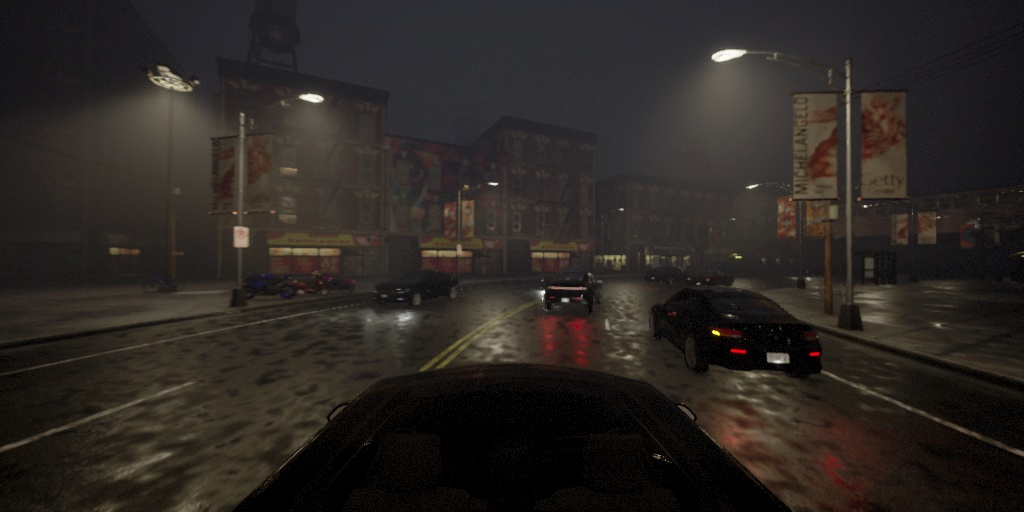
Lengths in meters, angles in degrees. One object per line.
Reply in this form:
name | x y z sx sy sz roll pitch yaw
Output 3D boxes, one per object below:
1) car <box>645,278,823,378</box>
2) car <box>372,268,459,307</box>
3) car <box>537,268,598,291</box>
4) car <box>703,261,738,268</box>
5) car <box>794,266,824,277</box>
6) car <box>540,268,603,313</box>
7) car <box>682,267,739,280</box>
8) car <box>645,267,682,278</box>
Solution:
car | 4.273 1.371 7.578 1.812 1.442 4.674 0 -1 8
car | -4.292 1.366 16.742 1.882 1.535 5.008 0 -1 20
car | 4.130 1.595 25.808 2.033 1.411 5.357 0 -1 37
car | 26.350 1.646 45.557 5.566 2.045 2.150 1 -1 -26
car | 40.198 2.031 48.268 5.008 1.535 1.882 1 -1 -26
car | 2.724 1.411 15.224 2.128 1.511 4.902 0 -1 19
car | 15.024 1.738 27.061 4.718 1.301 1.895 1 -1 -41
car | 12.939 1.630 29.725 5.008 1.535 1.882 1 -1 -41
